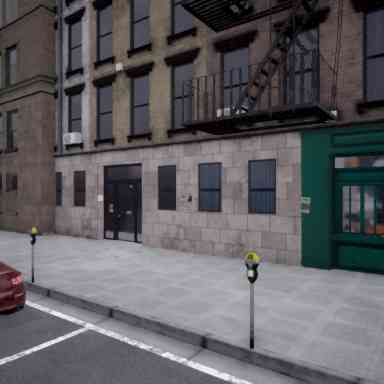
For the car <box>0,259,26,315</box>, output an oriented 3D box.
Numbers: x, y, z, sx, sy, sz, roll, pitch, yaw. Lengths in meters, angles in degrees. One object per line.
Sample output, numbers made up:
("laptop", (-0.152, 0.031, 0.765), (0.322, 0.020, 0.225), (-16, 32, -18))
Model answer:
("car", (-4.727, 1.582, 6.215), (4.206, 1.307, 1.802), (0, 0, 36))
